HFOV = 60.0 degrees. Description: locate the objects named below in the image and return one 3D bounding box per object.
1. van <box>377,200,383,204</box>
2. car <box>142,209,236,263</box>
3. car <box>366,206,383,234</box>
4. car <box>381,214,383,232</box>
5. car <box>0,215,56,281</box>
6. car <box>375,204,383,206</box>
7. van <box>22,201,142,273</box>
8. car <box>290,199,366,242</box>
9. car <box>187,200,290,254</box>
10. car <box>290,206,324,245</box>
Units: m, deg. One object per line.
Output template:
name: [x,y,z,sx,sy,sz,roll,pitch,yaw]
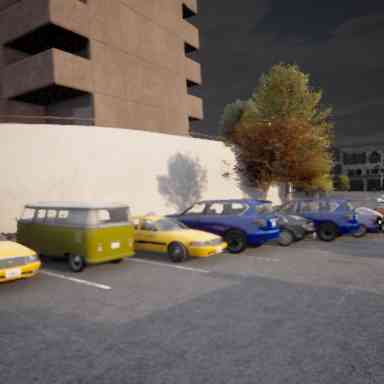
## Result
van: [15.697,1.579,24.655,4.442,1.987,1.878,-1,-1,36]
car: [-1.308,1.559,12.434,5.366,1.575,1.946,-1,-2,35]
car: [8.339,1.731,19.491,4.792,1.488,2.163,-1,-1,35]
car: [9.613,1.656,12.708,4.902,1.511,2.128,1,-1,-35]
car: [-6.180,1.497,8.945,5.366,1.575,1.946,-1,-1,35]
car: [10.832,1.736,21.196,4.892,1.521,2.231,-1,-2,35]
van: [-3.995,1.306,10.861,4.442,1.987,1.878,-1,-1,35]
car: [5.864,1.415,17.773,5.566,2.045,2.435,-1,-1,35]
car: [0.949,1.347,14.300,5.566,2.045,2.435,-1,-1,35]
car: [3.423,1.633,16.019,4.892,1.521,2.231,-1,-1,35]
